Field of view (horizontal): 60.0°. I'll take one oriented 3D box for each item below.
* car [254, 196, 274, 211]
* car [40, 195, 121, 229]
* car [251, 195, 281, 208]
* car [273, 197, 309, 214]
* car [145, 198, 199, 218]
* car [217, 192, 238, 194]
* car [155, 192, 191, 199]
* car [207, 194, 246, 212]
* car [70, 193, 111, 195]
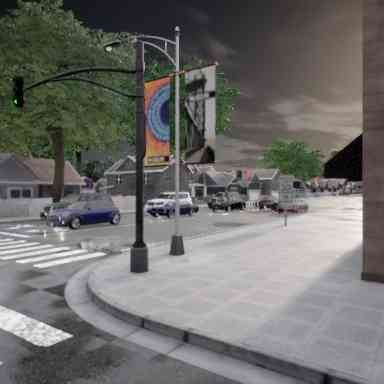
[{"bbox_3d":[9.086,1.288,36.928,1.837,1.490,4.892,0,0,36],"label":"car"},{"bbox_3d":[-6.690,1.256,20.797,2.097,1.767,4.553,0,0,35],"label":"car"},{"bbox_3d":[9.787,1.241,43.778,2.128,1.511,4.902,0,0,36],"label":"car"},{"bbox_3d":[9.947,1.366,32.548,1.994,1.385,4.181,0,0,36],"label":"car"},{"bbox_3d":[-1.463,1.454,28.114,1.895,1.301,4.718,0,0,36],"label":"car"},{"bbox_3d":[4.083,0.995,41.412,2.150,2.045,5.566,0,0,35],"label":"car"},{"bbox_3d":[-2.174,1.054,32.683,2.150,2.045,5.566,0,0,35],"label":"car"},{"bbox_3d":[3.989,1.279,35.715,1.882,1.535,5.008,0,0,35],"label":"car"},{"bbox_3d":[-8.167,1.111,24.373,2.150,2.045,5.566,0,0,34],"label":"car"}]
